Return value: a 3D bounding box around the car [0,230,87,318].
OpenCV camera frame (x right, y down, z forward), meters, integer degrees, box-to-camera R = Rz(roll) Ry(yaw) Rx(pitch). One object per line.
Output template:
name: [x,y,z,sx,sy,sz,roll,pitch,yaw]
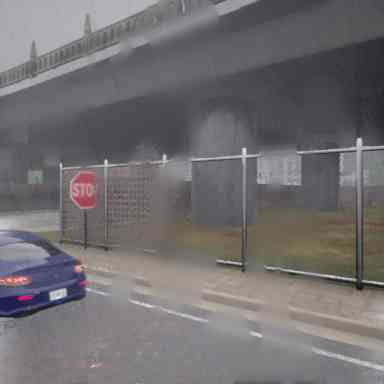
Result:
car: [-4.088,1.526,6.834,4.674,1.442,1.812,0,0,35]
